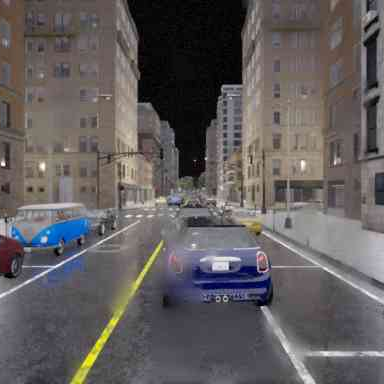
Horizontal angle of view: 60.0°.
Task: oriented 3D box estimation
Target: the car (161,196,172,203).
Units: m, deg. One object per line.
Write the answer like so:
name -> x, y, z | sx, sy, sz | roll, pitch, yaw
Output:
car -> -5.166, 1.562, 67.612 | 1.947, 1.339, 4.313 | 0, 0, 0

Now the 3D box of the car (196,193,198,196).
car -> 2.915, 1.306, 84.634 | 2.192, 1.841, 5.009 | 0, 0, 0

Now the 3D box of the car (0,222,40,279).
car -> -5.369, 1.582, 7.475 | 1.802, 1.307, 4.206 | 0, 0, 0

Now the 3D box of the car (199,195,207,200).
car -> 2.934, 1.555, 90.316 | 1.947, 1.339, 4.313 | 0, 0, 0

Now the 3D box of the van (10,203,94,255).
van -> -5.350, 1.341, 12.881 | 1.690, 1.788, 3.998 | 0, 0, 0

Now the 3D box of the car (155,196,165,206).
car -> -5.204, 1.523, 56.080 | 1.752, 1.417, 4.829 | 0, 0, 0

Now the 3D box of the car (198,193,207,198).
car -> 2.877, 1.434, 73.270 | 1.967, 1.590, 4.097 | 0, 0, 0

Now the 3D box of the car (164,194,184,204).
car -> -2.677, 1.476, 50.425 | 1.882, 1.535, 5.008 | 0, 0, 0

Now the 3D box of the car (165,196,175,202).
car -> -5.129, 1.543, 78.975 | 2.008, 1.369, 4.403 | 0, 0, 0

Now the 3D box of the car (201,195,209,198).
car -> 2.802, 1.549, 50.544 | 2.008, 1.369, 4.403 | 0, 0, 0

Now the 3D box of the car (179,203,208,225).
car -> 0.100, 1.563, 25.014 | 1.994, 1.385, 4.181 | 0, 0, 0

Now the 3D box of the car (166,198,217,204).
car -> 0.128, 1.351, 15.352 | 2.097, 1.767, 4.553 | 0, 0, 0

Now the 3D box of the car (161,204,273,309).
car -> 0.330, 1.352, 8.085 | 2.097, 1.767, 4.553 | 0, 0, -5

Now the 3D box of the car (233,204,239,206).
car -> 2.704, 1.525, 18.432 | 1.752, 1.417, 4.829 | 0, 0, 0

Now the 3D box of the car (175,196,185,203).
car -> -2.519, 1.519, 70.519 | 1.812, 1.442, 4.674 | 0, 0, 0

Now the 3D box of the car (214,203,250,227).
car -> 2.716, 1.550, 23.668 | 2.008, 1.369, 4.403 | 0, 0, 0

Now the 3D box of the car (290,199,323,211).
car -> 13.717, 1.515, 38.270 | 4.718, 1.301, 1.895 | 0, 0, 0

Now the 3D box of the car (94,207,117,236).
car -> -5.331, 1.550, 18.287 | 2.008, 1.369, 4.403 | 0, 0, 0

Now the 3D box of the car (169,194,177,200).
car -> -5.091, 1.429, 90.337 | 1.967, 1.590, 4.097 | 0, 0, 0

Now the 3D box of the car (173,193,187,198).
car -> -2.623, 1.219, 60.413 | 2.150, 2.045, 5.566 | 0, 0, 1
